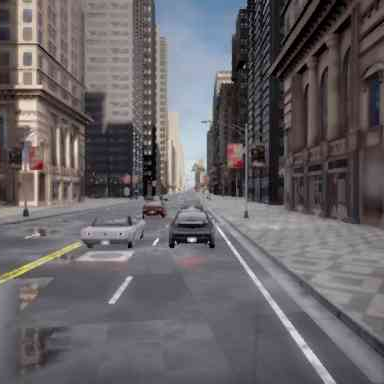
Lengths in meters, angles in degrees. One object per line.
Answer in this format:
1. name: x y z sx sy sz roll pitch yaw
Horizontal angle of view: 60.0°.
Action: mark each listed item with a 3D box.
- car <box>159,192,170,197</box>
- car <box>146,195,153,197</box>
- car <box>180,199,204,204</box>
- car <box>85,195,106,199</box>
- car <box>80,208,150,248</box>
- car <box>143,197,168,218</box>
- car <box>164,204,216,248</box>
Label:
1. car: -6.500 1.399 76.415 1.882 1.535 5.008 0 0 0
2. car: -9.750 1.476 76.137 2.033 1.411 5.357 0 0 0
3. car: 0.000 1.358 29.622 2.097 1.767 4.553 0 0 0
4. car: -26.030 1.383 91.365 4.507 1.381 1.887 0 0 0
5. car: -3.250 1.611 14.681 1.895 1.301 4.718 0 0 0
6. car: -3.250 1.476 29.652 1.882 1.535 5.008 0 0 0
7. car: 0.000 1.511 14.651 1.837 1.490 4.892 0 0 0
